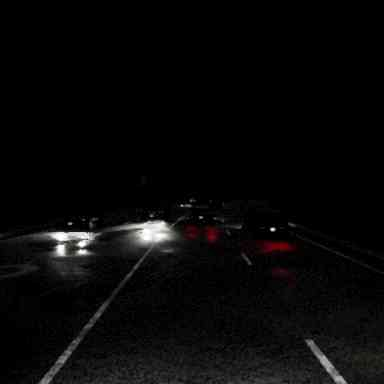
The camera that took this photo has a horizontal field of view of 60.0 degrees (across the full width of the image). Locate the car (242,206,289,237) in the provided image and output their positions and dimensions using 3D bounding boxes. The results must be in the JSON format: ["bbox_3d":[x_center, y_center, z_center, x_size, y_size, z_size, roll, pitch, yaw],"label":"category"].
[{"bbox_3d":[3.905,1.516,18.129,1.837,1.490,4.892,0,0,2],"label":"car"}]

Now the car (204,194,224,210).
[{"bbox_3d":[2.689,1.248,42.993,2.150,2.045,5.566,0,0,9],"label":"car"}]

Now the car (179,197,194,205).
[{"bbox_3d":[-0.735,1.575,61.008,2.033,1.411,5.357,0,0,16],"label":"car"}]

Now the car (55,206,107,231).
[{"bbox_3d":[-6.684,1.574,20.463,1.994,1.385,4.181,0,0,3],"label":"car"}]

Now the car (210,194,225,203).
[{"bbox_3d":[5.188,1.385,68.134,2.097,1.767,4.553,0,0,18],"label":"car"}]

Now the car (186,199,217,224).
[{"bbox_3d":[0.737,1.540,24.866,1.812,1.442,4.674,0,0,3],"label":"car"}]

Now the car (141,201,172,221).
[{"bbox_3d":[-2.806,1.506,27.000,2.128,1.511,4.902,0,0,4],"label":"car"}]
